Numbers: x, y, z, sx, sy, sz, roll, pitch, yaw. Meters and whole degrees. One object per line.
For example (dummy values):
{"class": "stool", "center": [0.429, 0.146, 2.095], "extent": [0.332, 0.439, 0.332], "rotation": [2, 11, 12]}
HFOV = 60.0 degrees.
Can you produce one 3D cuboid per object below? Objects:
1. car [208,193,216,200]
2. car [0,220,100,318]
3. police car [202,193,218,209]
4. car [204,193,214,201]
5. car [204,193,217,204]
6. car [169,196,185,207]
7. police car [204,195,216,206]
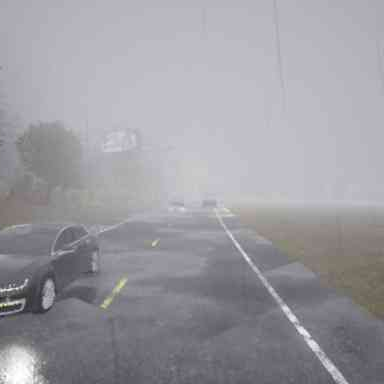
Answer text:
{"class": "car", "center": [5.796, 1.189, 95.184], "extent": [2.150, 2.045, 5.566], "rotation": [0, 0, 7]}
{"class": "car", "center": [-3.531, 1.479, 7.602], "extent": [1.837, 1.490, 4.892], "rotation": [0, 0, 1]}
{"class": "police car", "center": [2.339, 1.301, 44.308], "extent": [1.930, 1.638, 5.238], "rotation": [0, 0, 3]}
{"class": "car", "center": [3.988, 1.185, 78.994], "extent": [2.097, 1.767, 4.553], "rotation": [0, 0, 6]}
{"class": "car", "center": [3.403, 1.120, 60.141], "extent": [2.150, 2.045, 5.566], "rotation": [0, 0, 4]}
{"class": "car", "center": [-2.072, 1.354, 47.832], "extent": [1.882, 1.535, 5.008], "rotation": [0, 0, 4]}
{"class": "police car", "center": [2.970, 1.307, 54.256], "extent": [1.930, 1.638, 5.238], "rotation": [0, 0, 4]}
